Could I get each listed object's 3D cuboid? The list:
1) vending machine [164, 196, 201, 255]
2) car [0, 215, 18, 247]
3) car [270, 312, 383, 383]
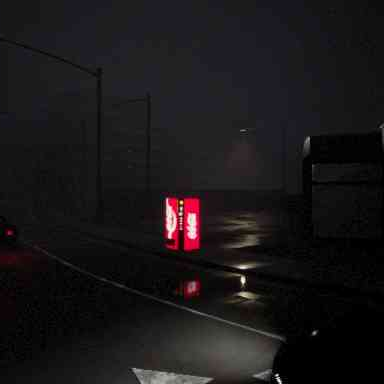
[{"bbox_3d":[-0.354,1.195,12.567,1.100,2.100,0.880,0,0,-40],"label":"vending machine"},{"bbox_3d":[-8.878,1.600,14.137,1.895,1.301,4.718,0,0,-38],"label":"car"},{"bbox_3d":[2.934,1.507,2.031,4.892,1.490,1.837,1,1,33],"label":"car"}]
